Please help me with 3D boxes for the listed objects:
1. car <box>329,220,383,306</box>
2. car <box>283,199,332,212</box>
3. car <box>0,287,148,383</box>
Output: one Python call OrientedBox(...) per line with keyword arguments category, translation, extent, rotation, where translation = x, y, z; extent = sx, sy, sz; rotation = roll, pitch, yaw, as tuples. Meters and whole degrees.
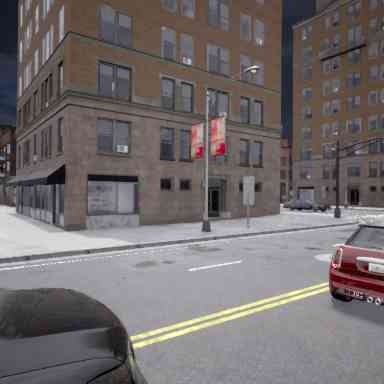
OrientedBox(category="car", translation=(4.967, 1.355, 7.078), extent=(4.553, 1.767, 2.097), rotation=(0, 0, -36))
OrientedBox(category="car", translation=(12.823, 1.468, 37.445), extent=(2.033, 1.411, 5.357), rotation=(1, 0, -36))
OrientedBox(category="car", translation=(-2.846, 1.221, 1.405), extent=(5.566, 2.045, 2.150), rotation=(0, 0, -36))
